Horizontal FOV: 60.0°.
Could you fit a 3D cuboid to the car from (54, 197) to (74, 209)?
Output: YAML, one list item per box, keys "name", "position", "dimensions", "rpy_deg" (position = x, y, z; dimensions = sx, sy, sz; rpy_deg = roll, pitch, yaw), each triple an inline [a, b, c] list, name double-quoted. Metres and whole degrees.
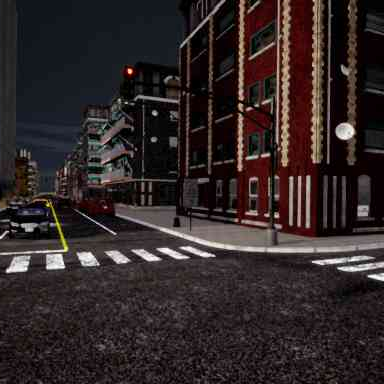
- name: "car"
  position: [-17.869, 1.641, 46.512]
  dimensions: [1.837, 1.490, 4.892]
  rpy_deg: [1, 0, -24]

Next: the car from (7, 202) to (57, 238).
- name: "car"
  position: [-8.603, 1.513, 17.850]
  dimensions: [2.128, 1.511, 4.902]
  rpy_deg: [1, 0, -23]

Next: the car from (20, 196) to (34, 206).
- name: "car"
  position: [-29.158, 1.542, 58.759]
  dimensions: [1.967, 1.590, 4.097]
  rpy_deg: [1, 0, -24]

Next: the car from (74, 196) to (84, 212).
- name: "car"
  position: [-12.960, 1.468, 41.412]
  dimensions: [2.192, 1.841, 5.009]
  rpy_deg: [1, 0, -24]

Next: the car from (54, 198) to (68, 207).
- name: "car"
  position: [-21.906, 1.724, 55.530]
  dimensions: [1.994, 1.385, 4.181]
  rpy_deg: [1, 0, -24]

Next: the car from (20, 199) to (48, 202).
- name: "car"
  position: [-12.422, 1.571, 26.687]
  dimensions: [1.812, 1.442, 4.674]
  rpy_deg: [1, 0, -23]

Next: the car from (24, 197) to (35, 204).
- name: "car"
  position: [-33.701, 1.711, 68.983]
  dimensions: [1.802, 1.307, 4.206]
  rpy_deg: [1, 0, -24]

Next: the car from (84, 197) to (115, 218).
- name: "car"
  position: [-8.496, 1.440, 31.156]
  dimensions: [2.192, 1.841, 5.009]
  rpy_deg: [1, 0, -24]

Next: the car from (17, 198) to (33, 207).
- name: "car"
  position: [-26.885, 1.639, 53.650]
  dimensions: [2.008, 1.369, 4.403]
  rpy_deg: [1, 0, -24]

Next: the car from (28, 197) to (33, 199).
- name: "car"
  position: [-16.545, 1.551, 36.329]
  dimensions: [1.882, 1.535, 5.008]
  rpy_deg: [1, 0, -24]

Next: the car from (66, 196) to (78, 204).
- name: "car"
  position: [-25.444, 1.675, 70.410]
  dimensions: [1.967, 1.590, 4.097]
  rpy_deg: [1, 0, -24]

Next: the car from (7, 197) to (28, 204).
- name: "car"
  position: [-20.188, 1.597, 38.266]
  dimensions: [2.008, 1.369, 4.403]
  rpy_deg: [1, 0, -24]
